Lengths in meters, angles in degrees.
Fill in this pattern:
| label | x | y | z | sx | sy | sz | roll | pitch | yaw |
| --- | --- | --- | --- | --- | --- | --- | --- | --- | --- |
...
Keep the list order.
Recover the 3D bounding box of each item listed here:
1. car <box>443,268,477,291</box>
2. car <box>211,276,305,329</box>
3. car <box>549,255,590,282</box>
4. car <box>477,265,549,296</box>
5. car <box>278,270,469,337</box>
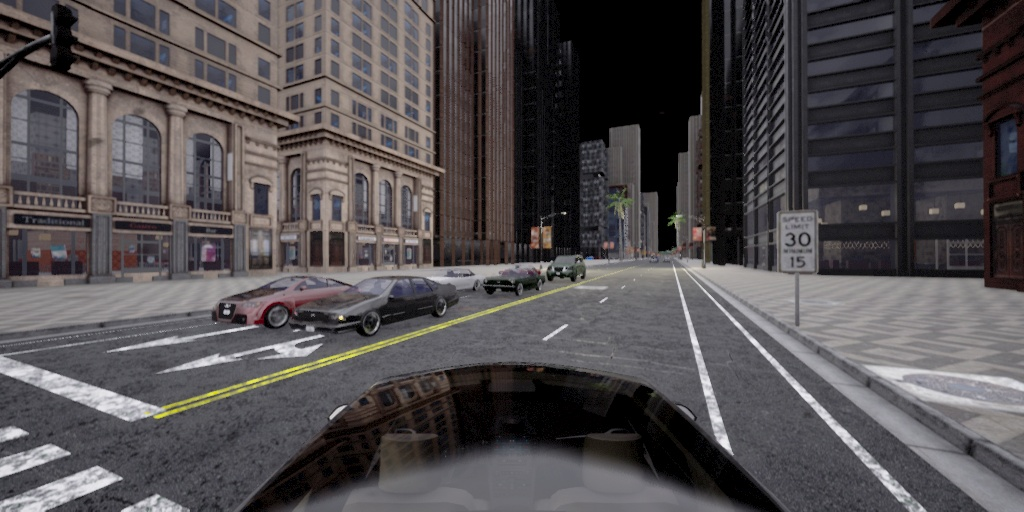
| label | x | y | z | sx | sy | sz | roll | pitch | yaw |
| --- | --- | --- | --- | --- | --- | --- | --- | --- | --- |
| car | -3.356 | 1.362 | 19.523 | 1.895 | 1.301 | 4.718 | 0 | 0 | 24 |
| car | -6.900 | 1.336 | 11.511 | 1.994 | 1.385 | 4.181 | 0 | 0 | 24 |
| car | 4.565 | 0.962 | 29.372 | 2.150 | 2.045 | 5.566 | 0 | 0 | 24 |
| car | 0.231 | 1.351 | 19.594 | 1.895 | 1.301 | 4.718 | 0 | 0 | 24 |
| car | -3.653 | 1.309 | 10.826 | 2.033 | 1.411 | 5.357 | 0 | 0 | 24 |
